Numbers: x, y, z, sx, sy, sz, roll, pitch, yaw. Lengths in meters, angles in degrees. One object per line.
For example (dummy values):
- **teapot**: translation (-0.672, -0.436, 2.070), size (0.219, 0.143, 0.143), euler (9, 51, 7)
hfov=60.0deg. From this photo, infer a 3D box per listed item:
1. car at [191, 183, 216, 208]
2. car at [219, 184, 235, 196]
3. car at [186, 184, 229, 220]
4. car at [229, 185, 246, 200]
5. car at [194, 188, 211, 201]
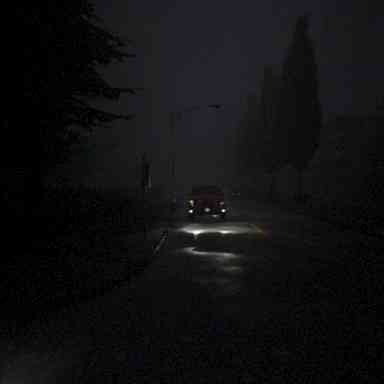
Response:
- **car**: translation (1.056, 0.234, 31.643), size (2.150, 2.045, 5.566), euler (-1, 2, 1)
- **car**: translation (5.523, -0.380, 53.490), size (2.097, 1.767, 4.553), euler (-1, 2, 1)
- **car**: translation (0.885, 0.552, 21.212), size (2.150, 2.045, 5.566), euler (-1, 2, 1)
- **car**: translation (5.395, 0.198, 40.899), size (2.033, 1.411, 5.357), euler (-1, 2, 1)
- **car**: translation (1.280, 0.232, 42.348), size (2.033, 1.411, 5.357), euler (-1, 2, 1)
